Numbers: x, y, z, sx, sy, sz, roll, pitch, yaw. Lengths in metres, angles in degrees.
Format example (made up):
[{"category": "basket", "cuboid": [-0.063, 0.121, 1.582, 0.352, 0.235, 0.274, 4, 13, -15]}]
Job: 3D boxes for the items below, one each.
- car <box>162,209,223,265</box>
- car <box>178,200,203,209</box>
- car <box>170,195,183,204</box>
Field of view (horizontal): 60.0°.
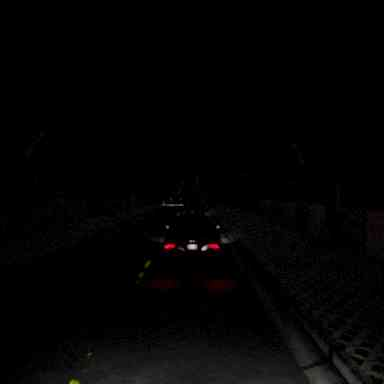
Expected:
[{"category": "car", "cuboid": [0.024, 1.532, 11.529, 2.033, 1.411, 5.357, 0, 0, 0]}, {"category": "car", "cuboid": [0.042, 1.583, 28.090, 1.895, 1.301, 4.718, 0, 0, 1]}, {"category": "car", "cuboid": [-2.787, 1.291, 59.758, 2.097, 1.767, 4.553, 0, 0, 1]}]
